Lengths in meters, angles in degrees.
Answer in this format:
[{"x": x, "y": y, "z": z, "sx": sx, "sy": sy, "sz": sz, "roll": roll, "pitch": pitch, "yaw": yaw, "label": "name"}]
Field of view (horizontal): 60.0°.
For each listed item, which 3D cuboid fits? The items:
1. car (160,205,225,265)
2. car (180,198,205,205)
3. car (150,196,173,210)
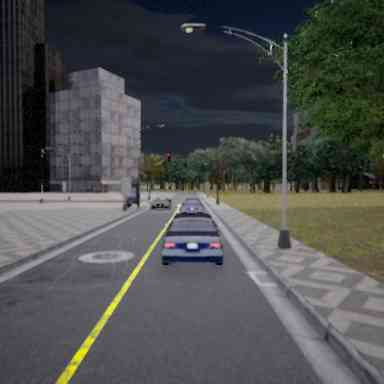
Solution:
[{"x": 0.032, "y": 1.401, "z": 11.059, "sx": 2.033, "sy": 1.411, "sz": 5.357, "roll": 0, "pitch": 1, "yaw": 1, "label": "car"}, {"x": 0.037, "y": 1.200, "z": 26.090, "sx": 2.033, "sy": 1.411, "sz": 5.357, "roll": 0, "pitch": 1, "yaw": 1, "label": "car"}, {"x": -3.033, "y": 1.110, "z": 33.860, "sx": 1.994, "sy": 1.385, "sz": 4.181, "roll": 0, "pitch": 1, "yaw": 1, "label": "car"}]
